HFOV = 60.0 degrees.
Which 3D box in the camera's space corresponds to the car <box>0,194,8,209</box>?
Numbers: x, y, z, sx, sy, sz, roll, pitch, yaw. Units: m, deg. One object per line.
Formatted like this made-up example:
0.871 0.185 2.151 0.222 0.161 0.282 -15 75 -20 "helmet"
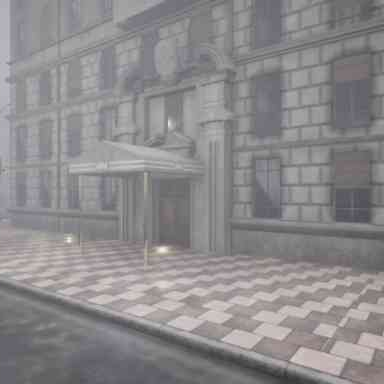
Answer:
-26.766 1.220 42.717 2.150 2.045 5.566 0 0 35 "car"
